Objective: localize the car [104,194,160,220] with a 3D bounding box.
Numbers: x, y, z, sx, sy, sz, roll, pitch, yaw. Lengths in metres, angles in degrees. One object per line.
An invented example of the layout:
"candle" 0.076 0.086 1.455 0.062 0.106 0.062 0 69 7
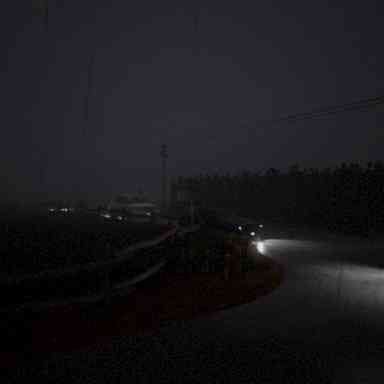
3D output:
"car" -4.632 1.220 25.937 2.150 2.045 5.566 0 0 -35

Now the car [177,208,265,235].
"car" 1.282 1.547 17.589 2.033 1.411 5.357 0 0 -35

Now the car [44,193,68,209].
"car" -19.091 1.226 46.543 2.150 2.045 5.566 0 0 -35

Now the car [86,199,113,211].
"car" -11.681 1.600 41.785 1.895 1.301 4.718 0 0 -35

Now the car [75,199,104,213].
"car" -10.722 1.492 34.564 2.128 1.511 4.902 0 0 -35
